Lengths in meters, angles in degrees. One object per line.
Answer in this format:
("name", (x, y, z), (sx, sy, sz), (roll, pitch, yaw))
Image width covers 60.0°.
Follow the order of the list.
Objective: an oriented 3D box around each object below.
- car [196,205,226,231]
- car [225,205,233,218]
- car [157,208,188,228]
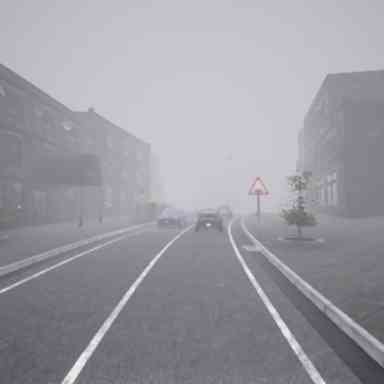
("car", (1.323, 1.933, 23.839), (1.837, 1.490, 4.892), (0, -2, 6))
("car", (4.135, 2.435, 41.993), (2.033, 1.649, 4.856), (-1, -2, 11))
("car", (-1.527, 2.024, 27.054), (1.882, 1.535, 5.008), (0, -2, 7))
